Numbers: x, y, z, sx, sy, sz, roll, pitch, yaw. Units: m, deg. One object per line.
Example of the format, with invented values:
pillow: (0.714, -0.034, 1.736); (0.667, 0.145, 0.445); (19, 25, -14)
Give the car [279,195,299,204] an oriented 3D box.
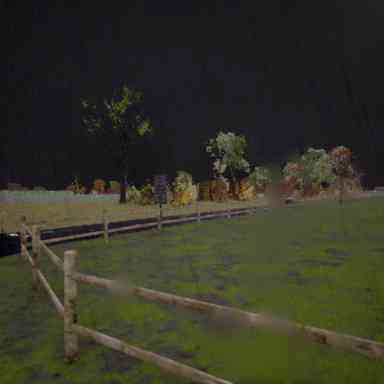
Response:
car: (14.488, 1.113, 49.648); (1.994, 1.385, 4.181); (-2, 0, 35)
